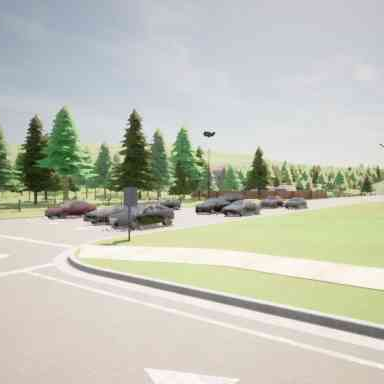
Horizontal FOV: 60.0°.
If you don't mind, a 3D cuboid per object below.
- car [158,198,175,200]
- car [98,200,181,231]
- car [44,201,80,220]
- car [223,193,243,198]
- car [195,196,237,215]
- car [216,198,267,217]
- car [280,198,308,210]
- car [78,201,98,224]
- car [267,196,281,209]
[{"bbox_3d":[-3.217,1.488,38.421,2.128,1.511,4.902,0,0,36],"label":"car"},{"bbox_3d":[-3.081,1.490,20.827,2.128,1.511,4.902,0,0,36],"label":"car"},{"bbox_3d":[-10.319,1.523,28.731,1.812,1.442,4.674,0,0,36],"label":"car"},{"bbox_3d":[5.910,1.221,50.812,2.150,2.045,5.566,0,0,37],"label":"car"},{"bbox_3d":[2.244,1.476,34.030,1.882,1.535,5.008,0,0,36],"label":"car"},{"bbox_3d":[4.809,1.546,31.613,2.033,1.411,5.357,0,0,36],"label":"car"},{"bbox_3d":[13.702,1.505,43.709,1.837,1.490,4.892,0,0,36],"label":"car"},{"bbox_3d":[-5.125,1.545,23.982,2.033,1.411,5.357,0,0,36],"label":"car"},{"bbox_3d":[11.134,1.350,46.122,2.097,1.767,4.553,0,0,36],"label":"car"}]
